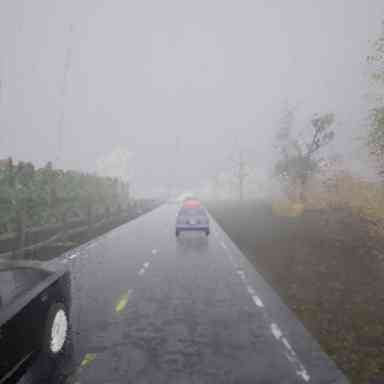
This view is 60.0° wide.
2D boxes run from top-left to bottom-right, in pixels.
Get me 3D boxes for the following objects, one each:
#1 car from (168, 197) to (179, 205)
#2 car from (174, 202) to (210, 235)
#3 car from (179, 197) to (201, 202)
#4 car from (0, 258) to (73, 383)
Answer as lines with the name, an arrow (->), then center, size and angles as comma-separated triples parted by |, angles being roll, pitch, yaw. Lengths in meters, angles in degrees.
car -> -3.025, 1.527, 57.020 | 1.895, 1.301, 4.718 | 0, 0, -1
car -> 0.019, 1.534, 18.812 | 2.033, 1.411, 5.357 | 0, 0, 0
car -> -0.073, 1.310, 38.175 | 2.097, 1.767, 4.553 | 0, 0, 0
car -> -2.759, 1.484, 3.132 | 1.882, 1.535, 5.008 | 0, 0, 0
